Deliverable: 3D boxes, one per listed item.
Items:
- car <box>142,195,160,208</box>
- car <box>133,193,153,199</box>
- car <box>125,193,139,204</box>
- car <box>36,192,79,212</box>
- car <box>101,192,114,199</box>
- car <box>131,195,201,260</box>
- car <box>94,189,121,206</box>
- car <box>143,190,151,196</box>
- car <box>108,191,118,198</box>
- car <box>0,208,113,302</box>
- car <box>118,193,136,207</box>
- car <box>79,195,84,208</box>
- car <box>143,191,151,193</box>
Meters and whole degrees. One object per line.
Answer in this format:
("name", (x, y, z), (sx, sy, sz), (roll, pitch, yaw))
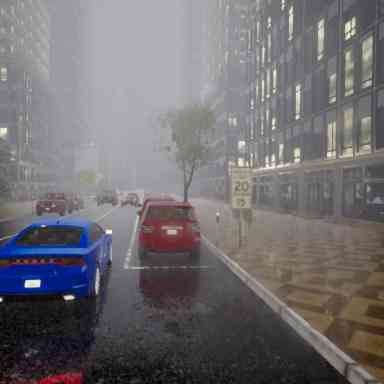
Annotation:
("car", (-4.936, 1.134, 39.520), (2.008, 1.369, 4.403), (1, 1, -8))
("car", (-1.794, 1.155, 17.510), (2.192, 1.841, 5.009), (1, 1, -8))
("car", (-9.108, 0.893, 50.801), (1.882, 1.535, 5.008), (1, 1, -8))
("car", (-11.172, 0.917, 27.402), (2.192, 1.841, 5.009), (1, 1, -8))
("car", (-16.644, 0.713, 65.927), (2.008, 1.369, 4.403), (1, 1, -8))
("car", (-0.917, 1.220, 12.022), (2.192, 1.841, 5.009), (1, 1, -8))
("car", (-10.731, 0.689, 42.564), (2.150, 2.045, 5.566), (1, 1, -8))
("car", (-12.746, 0.277, 94.549), (2.192, 1.841, 5.009), (1, 1, -8))
("car", (-18.205, 0.478, 76.932), (1.967, 1.590, 4.097), (1, 1, -8))
("car", (-3.070, 1.388, 8.135), (1.882, 1.535, 5.008), (1, 1, -8))
("car", (-7.662, 1.130, 40.950), (1.895, 1.301, 4.718), (1, 1, -8))
("car", (-11.955, 0.979, 32.907), (1.967, 1.590, 4.097), (1, 1, -8))
("car", (-7.280, 0.940, 56.030), (1.887, 1.381, 4.507), (1, 1, -8))
